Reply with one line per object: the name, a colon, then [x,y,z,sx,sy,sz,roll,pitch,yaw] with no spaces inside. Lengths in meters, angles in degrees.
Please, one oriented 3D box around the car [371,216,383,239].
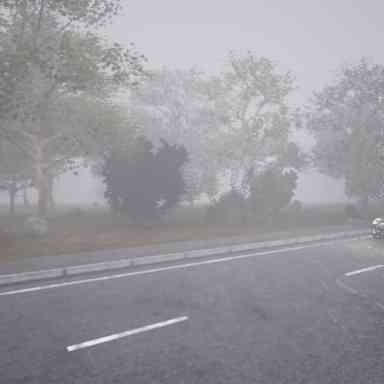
car: [10.539,1.351,15.846,4.553,1.767,2.097,0,0,-36]
